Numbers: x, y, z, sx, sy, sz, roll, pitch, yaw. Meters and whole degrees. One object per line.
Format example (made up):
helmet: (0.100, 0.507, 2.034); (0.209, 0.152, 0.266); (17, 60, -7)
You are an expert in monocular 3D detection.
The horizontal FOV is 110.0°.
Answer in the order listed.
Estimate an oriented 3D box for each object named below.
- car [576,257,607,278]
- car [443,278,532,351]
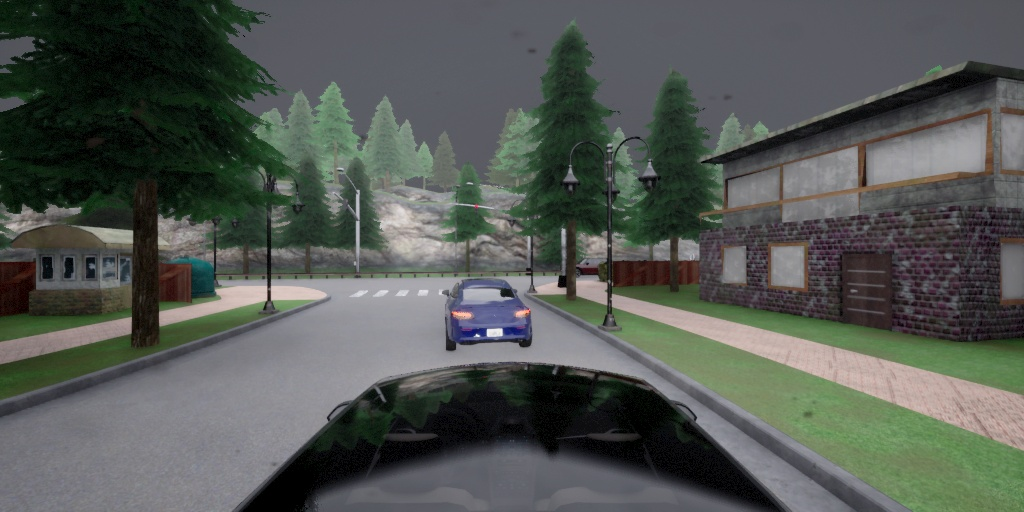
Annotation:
car: (6.635, 0.945, 31.479); (4.553, 1.767, 2.097); (0, 0, -12)
car: (-0.748, 1.276, 9.001); (1.812, 1.442, 4.674); (0, 0, -11)
